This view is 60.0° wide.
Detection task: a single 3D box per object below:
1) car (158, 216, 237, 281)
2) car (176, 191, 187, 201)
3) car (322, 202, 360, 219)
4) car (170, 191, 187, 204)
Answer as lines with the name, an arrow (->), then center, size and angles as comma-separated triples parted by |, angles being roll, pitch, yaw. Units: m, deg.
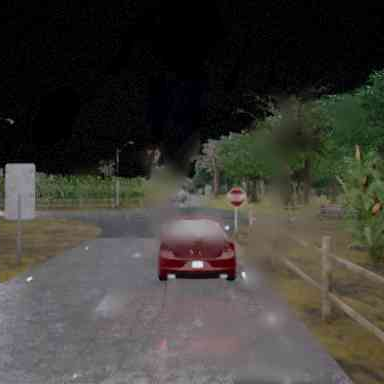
car -> 0.120, 1.426, 9.706 | 1.882, 1.535, 5.008 | 0, 0, 0
car -> -2.258, 0.857, 73.443 | 2.150, 2.045, 5.566 | 0, 0, 1
car -> 13.412, 1.591, 28.520 | 4.181, 1.385, 1.994 | 1, -1, -2
car -> -2.451, 0.928, 57.578 | 2.150, 2.045, 5.566 | 0, 0, 1
